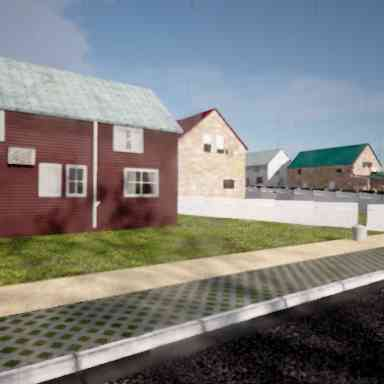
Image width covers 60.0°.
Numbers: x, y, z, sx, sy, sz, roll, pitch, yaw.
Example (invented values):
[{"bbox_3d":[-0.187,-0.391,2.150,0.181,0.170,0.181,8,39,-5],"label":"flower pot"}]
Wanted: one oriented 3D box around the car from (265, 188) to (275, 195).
[{"bbox_3d":[10.327,0.280,41.789,1.812,1.442,4.674,1,2,-33],"label":"car"}]
